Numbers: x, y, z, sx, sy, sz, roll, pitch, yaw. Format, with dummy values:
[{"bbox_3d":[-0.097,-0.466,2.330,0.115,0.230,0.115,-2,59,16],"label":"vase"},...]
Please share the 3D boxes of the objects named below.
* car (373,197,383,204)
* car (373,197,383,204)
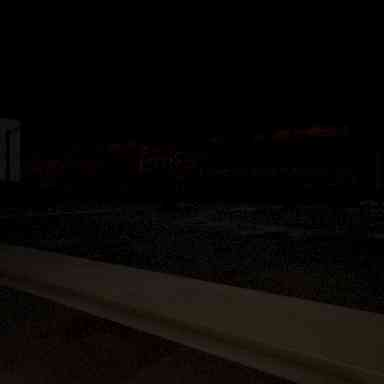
[{"bbox_3d":[37.534,1.576,65.377,1.853,1.218,4.536,1,1,6],"label":"car"},{"bbox_3d":[37.527,1.734,65.327,2.038,1.542,4.974,1,1,6],"label":"car"}]
